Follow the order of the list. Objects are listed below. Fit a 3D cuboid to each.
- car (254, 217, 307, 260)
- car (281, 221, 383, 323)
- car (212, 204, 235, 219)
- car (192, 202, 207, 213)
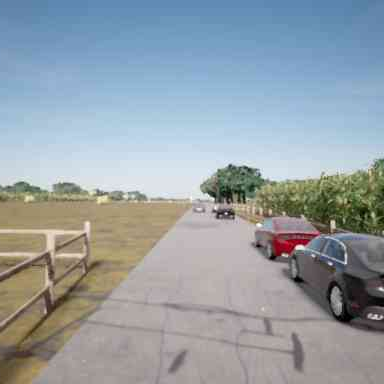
[{"bbox_3d":[3.801,1.761,13.639,1.882,1.535,5.008,2,-1,1],"label":"car"},{"bbox_3d":[3.655,1.705,7.640,1.837,1.490,4.892,2,-1,1],"label":"car"},{"bbox_3d":[3.547,2.087,36.131,1.882,1.535,5.008,2,-1,2],"label":"car"},{"bbox_3d":[1.074,2.270,48.801,1.812,1.442,4.674,2,-1,1],"label":"car"}]
